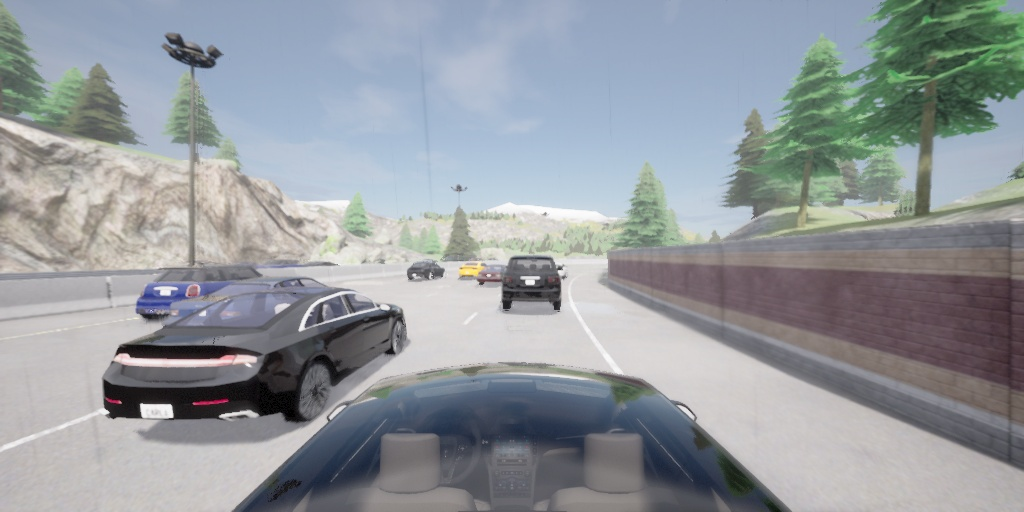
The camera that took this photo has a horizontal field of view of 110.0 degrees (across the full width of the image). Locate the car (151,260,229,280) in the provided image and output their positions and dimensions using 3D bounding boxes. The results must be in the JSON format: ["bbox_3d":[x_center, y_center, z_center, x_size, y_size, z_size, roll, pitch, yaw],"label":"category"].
[{"bbox_3d":[-28.455,1.169,31.937,2.128,1.511,4.902,0,0,11],"label":"car"}]

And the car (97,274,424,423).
[{"bbox_3d":[-3.227,1.234,5.768,2.128,1.511,4.902,0,0,2],"label":"car"}]

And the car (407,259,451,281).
[{"bbox_3d":[-7.153,1.243,30.440,1.837,1.490,4.892,0,0,12],"label":"car"}]

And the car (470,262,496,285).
[{"bbox_3d":[-1.038,1.302,25.668,2.033,1.411,5.357,0,0,11],"label":"car"}]

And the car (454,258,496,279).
[{"bbox_3d":[-3.175,1.228,32.246,1.882,1.535,5.008,0,0,13],"label":"car"}]

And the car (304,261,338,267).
[{"bbox_3d":[-17.695,1.213,32.309,1.837,1.490,4.892,0,0,12],"label":"car"}]

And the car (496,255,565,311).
[{"bbox_3d":[0.895,0.978,14.704,2.150,2.045,5.566,0,0,6],"label":"car"}]

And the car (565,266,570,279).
[{"bbox_3d":[4.001,1.296,32.170,1.812,1.442,4.674,0,0,14],"label":"car"}]

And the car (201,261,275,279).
[{"bbox_3d":[-24.787,1.236,32.716,2.033,1.411,5.357,0,0,11],"label":"car"}]

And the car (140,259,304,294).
[{"bbox_3d":[-9.827,1.077,12.444,2.097,1.767,4.553,0,0,4],"label":"car"}]

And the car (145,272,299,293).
[{"bbox_3d":[-6.538,1.281,10.209,2.033,1.411,5.357,0,0,4],"label":"car"}]

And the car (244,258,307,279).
[{"bbox_3d":[-21.221,1.050,32.439,2.097,1.767,4.553,0,0,12],"label":"car"}]
